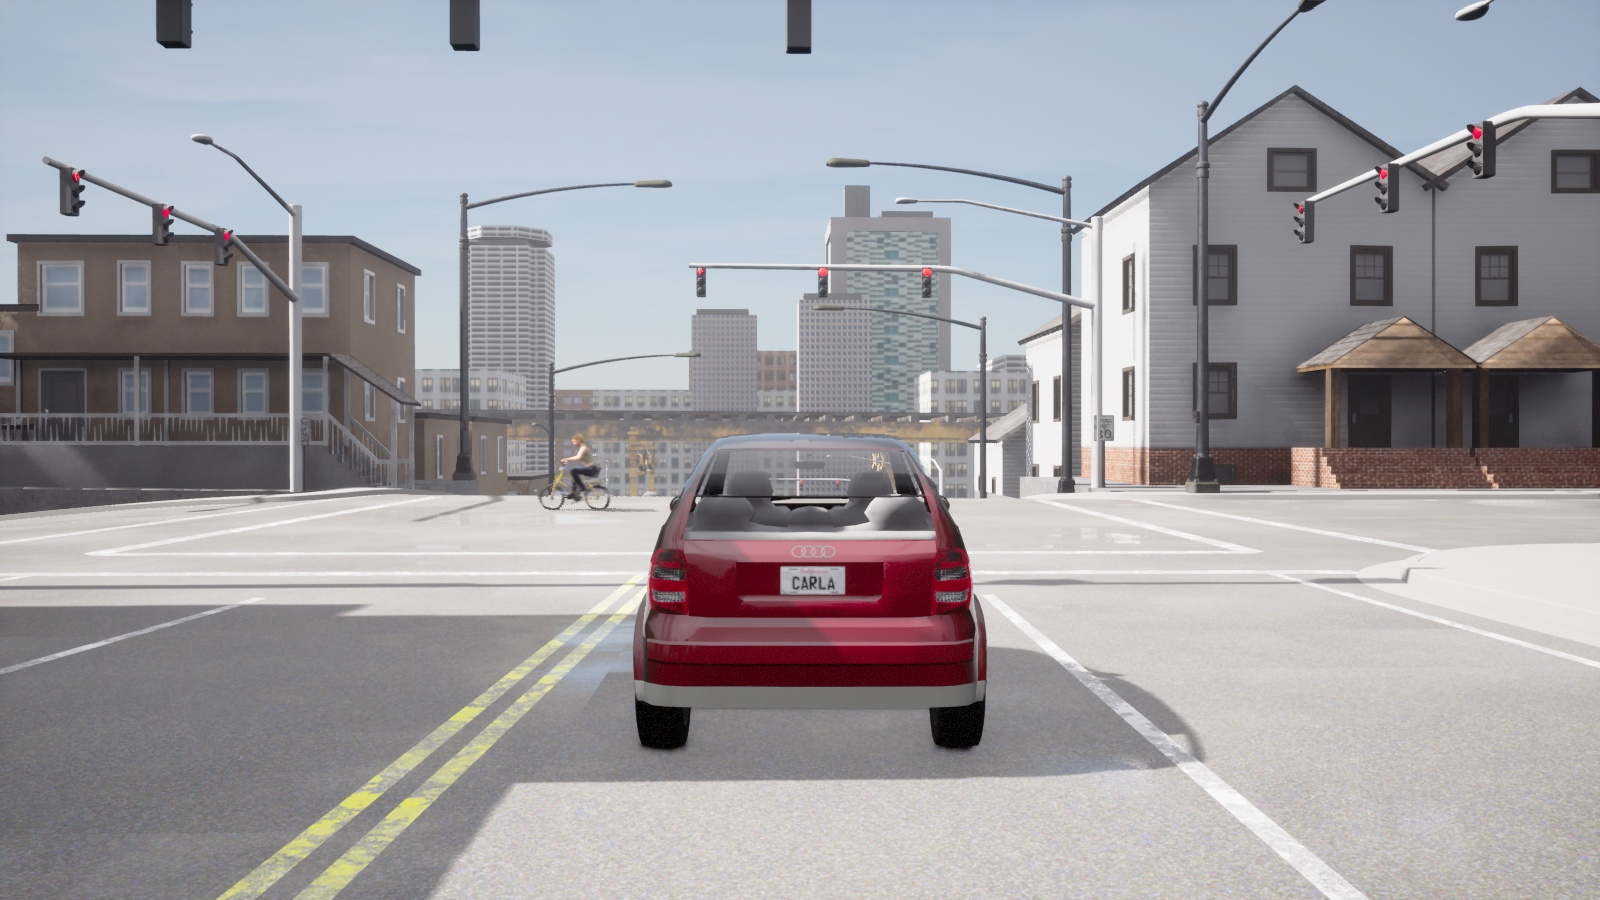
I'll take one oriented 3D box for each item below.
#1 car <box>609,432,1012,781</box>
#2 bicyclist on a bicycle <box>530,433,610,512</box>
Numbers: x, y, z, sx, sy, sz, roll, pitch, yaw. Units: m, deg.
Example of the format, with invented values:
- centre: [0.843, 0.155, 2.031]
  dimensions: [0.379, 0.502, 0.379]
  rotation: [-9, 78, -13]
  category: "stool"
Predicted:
- centre: [0.056, 0.683, 7.431]
  dimensions: [1.789, 1.549, 3.705]
  rotation: [0, 0, 0]
  category: "car"
- centre: [-4.794, 0.459, 26.279]
  dimensions: [1.509, 1.612, 0.866]
  rotation: [0, 1, 0]
  category: "bicyclist on a bicycle"
